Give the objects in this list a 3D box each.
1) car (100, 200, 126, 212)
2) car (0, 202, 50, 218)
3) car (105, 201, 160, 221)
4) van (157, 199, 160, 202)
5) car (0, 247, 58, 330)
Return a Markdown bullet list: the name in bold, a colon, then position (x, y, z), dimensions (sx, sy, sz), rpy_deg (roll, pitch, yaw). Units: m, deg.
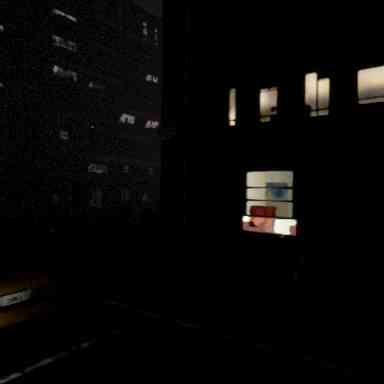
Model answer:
- **car**: position (-8.757, 1.669, 39.443), dimensions (1.887, 1.381, 4.507), rpy_deg (1, 0, 36)
- **car**: position (-15.308, 1.583, 30.524), dimensions (2.008, 1.369, 4.403), rpy_deg (1, 0, 36)
- **car**: position (-5.284, 1.794, 30.016), dimensions (1.947, 1.339, 4.313), rpy_deg (1, 0, 36)
- **van**: position (-2.006, 1.615, 34.476), dimensions (1.690, 1.788, 3.998), rpy_deg (1, 0, 36)
- **car**: position (-4.455, 1.514, 6.193), dimensions (4.829, 1.417, 1.752), rpy_deg (0, 1, 36)
